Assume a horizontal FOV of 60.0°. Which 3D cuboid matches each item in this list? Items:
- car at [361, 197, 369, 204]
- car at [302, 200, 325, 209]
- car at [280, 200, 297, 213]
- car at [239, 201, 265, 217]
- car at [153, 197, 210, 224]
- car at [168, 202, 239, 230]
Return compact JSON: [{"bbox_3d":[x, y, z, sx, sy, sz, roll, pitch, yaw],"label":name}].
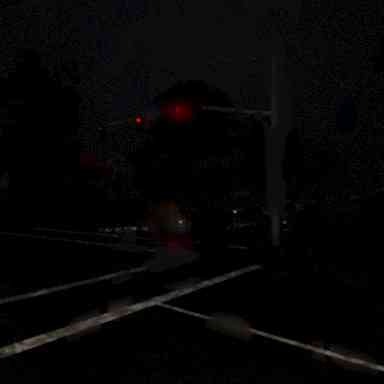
[{"bbox_3d":[32.626,1.683,61.398,2.128,1.511,4.902,-1,0,39],"label":"car"},{"bbox_3d":[17.966,1.821,49.198,1.895,1.301,4.718,-1,-1,39],"label":"car"},{"bbox_3d":[11.581,1.733,41.382,1.812,1.442,4.674,-1,-1,39],"label":"car"},{"bbox_3d":[5.710,1.687,34.171,2.128,1.511,4.902,-1,-1,39],"label":"car"},{"bbox_3d":[-0.559,1.404,26.483,2.150,2.045,5.566,-1,-1,39],"label":"car"},{"bbox_3d":[0.890,1.651,22.488,1.837,1.490,4.892,-1,0,40],"label":"car"}]
